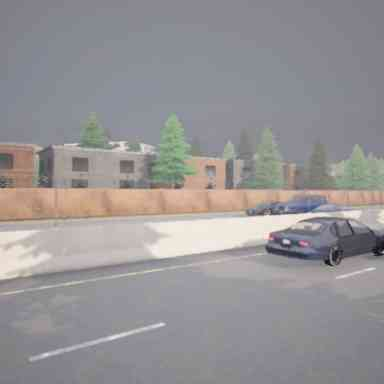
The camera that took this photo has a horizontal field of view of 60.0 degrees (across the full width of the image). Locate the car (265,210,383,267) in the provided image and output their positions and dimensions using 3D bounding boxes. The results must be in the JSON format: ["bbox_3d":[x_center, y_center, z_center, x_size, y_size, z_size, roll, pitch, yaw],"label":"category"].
[{"bbox_3d":[4.900,1.563,11.540,5.357,1.411,2.033,0,0,-36],"label":"car"}]

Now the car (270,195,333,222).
[{"bbox_3d":[9.244,1.255,27.785,5.566,2.045,2.150,0,0,-35],"label":"car"}]

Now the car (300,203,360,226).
[{"bbox_3d":[10.057,1.557,24.066,4.674,1.442,1.812,0,0,-35],"label":"car"}]
